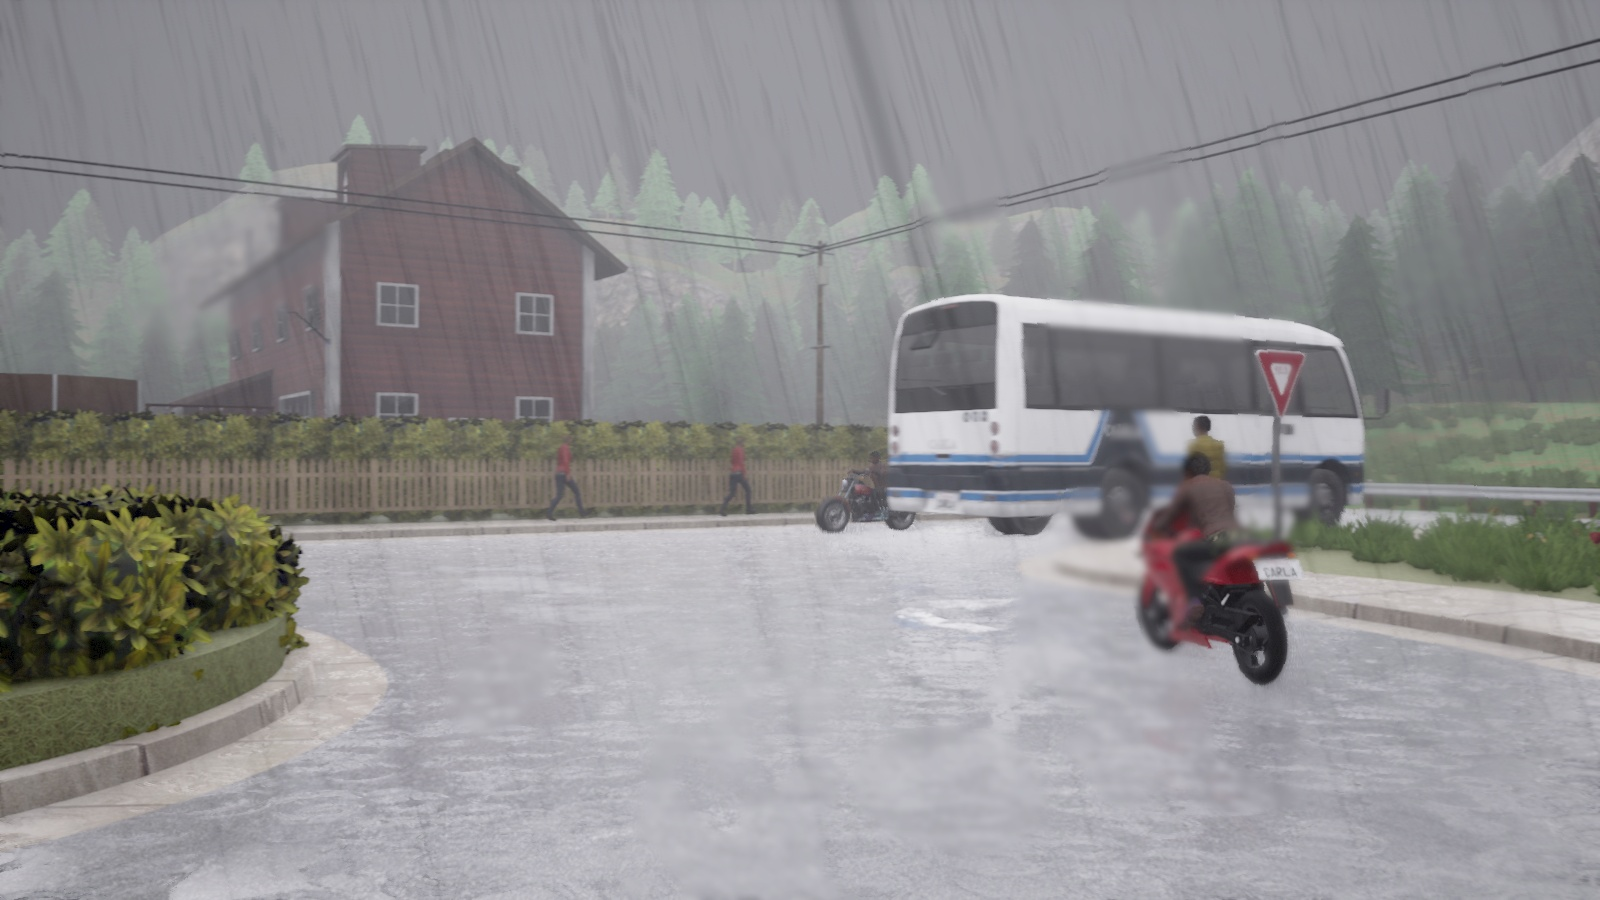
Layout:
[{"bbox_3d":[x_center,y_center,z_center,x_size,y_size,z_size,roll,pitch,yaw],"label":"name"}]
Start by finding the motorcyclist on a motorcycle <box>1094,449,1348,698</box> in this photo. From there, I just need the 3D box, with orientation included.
[{"bbox_3d":[2.871,0.769,8.850,0.797,1.523,2.044,-1,0,-10],"label":"motorcyclist on a motorcycle"}]

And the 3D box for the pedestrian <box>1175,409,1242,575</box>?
[{"bbox_3d":[4.660,0.468,14.354,0.431,1.840,0.709,0,0,-11],"label":"pedestrian"}]

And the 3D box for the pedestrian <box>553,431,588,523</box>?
[{"bbox_3d":[-4.692,0.544,25.663,0.636,1.846,0.331,0,0,-34],"label":"pedestrian"}]

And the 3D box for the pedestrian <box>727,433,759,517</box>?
[{"bbox_3d":[-1.260,0.550,27.879,0.636,1.846,0.331,0,0,-34],"label":"pedestrian"}]

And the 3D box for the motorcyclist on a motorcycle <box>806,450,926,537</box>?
[{"bbox_3d":[1.324,0.824,24.765,2.350,1.649,0.766,0,0,-32],"label":"motorcyclist on a motorcycle"}]

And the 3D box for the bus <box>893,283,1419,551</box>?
[{"bbox_3d":[7.120,-0.516,24.311,10.273,4.253,3.944,0,0,-32],"label":"bus"}]
